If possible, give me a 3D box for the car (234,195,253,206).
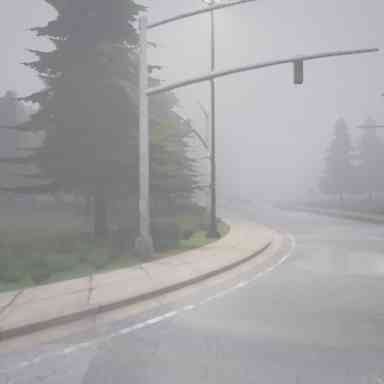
[{"bbox_3d":[9.459,1.643,58.969,2.033,1.411,5.357,0,0,-3],"label":"car"}]

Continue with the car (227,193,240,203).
[{"bbox_3d":[8.769,1.307,69.430,2.150,2.045,5.566,0,0,-4],"label":"car"}]
